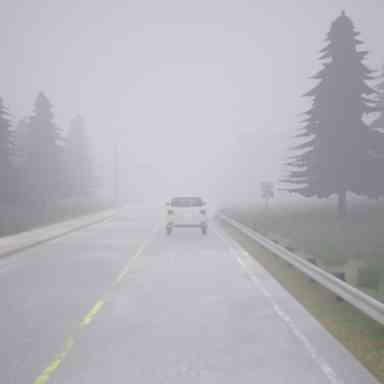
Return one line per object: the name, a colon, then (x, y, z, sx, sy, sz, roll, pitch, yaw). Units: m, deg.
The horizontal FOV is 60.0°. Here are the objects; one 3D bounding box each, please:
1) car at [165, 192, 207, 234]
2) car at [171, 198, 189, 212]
car: (-0.347, 1.191, 19.253, 2.150, 2.045, 5.566, 0, 0, -2)
car: (-1.455, 1.488, 40.198, 2.033, 1.411, 5.357, 0, 0, -3)
